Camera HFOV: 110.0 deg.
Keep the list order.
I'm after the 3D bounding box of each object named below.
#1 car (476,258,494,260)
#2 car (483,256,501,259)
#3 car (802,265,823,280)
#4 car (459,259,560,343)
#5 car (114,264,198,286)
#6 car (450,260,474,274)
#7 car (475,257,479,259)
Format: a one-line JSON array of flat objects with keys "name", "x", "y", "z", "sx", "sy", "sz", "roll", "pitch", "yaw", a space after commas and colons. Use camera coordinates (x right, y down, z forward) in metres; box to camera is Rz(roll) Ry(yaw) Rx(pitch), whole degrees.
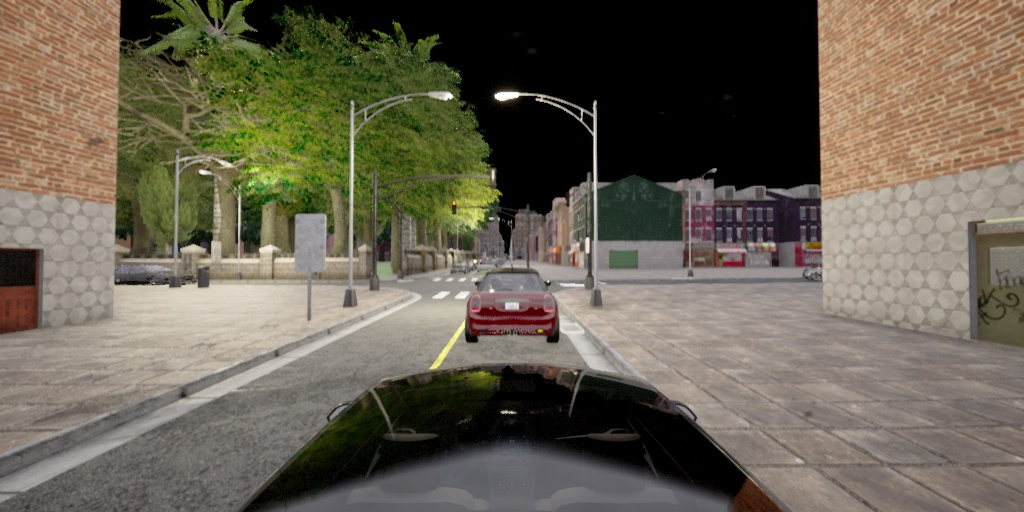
[{"name": "car", "x": -3.007, "y": 1.240, "z": 41.326, "sx": 1.895, "sy": 1.301, "sz": 4.718, "roll": 0, "pitch": 0, "yaw": 0}, {"name": "car", "x": -3.125, "y": 1.122, "z": 56.706, "sx": 1.837, "sy": 1.490, "sz": 4.892, "roll": 0, "pitch": 0, "yaw": 0}, {"name": "car", "x": 23.186, "y": 1.007, "z": 25.272, "sx": 4.674, "sy": 1.442, "sz": 1.812, "roll": -1, "pitch": -1, "yaw": 0}, {"name": "car", "x": 0.023, "y": 1.075, "z": 9.732, "sx": 2.097, "sy": 1.767, "sz": 4.553, "roll": 0, "pitch": 0, "yaw": 1}, {"name": "car", "x": -22.576, "y": 1.208, "z": 22.038, "sx": 5.357, "sy": 1.411, "sz": 2.033, "roll": 0, "pitch": -1, "yaw": 0}, {"name": "car", "x": -5.553, "y": 1.196, "z": 38.511, "sx": 2.007, "sy": 1.370, "sz": 4.403, "roll": 0, "pitch": 0, "yaw": 0}, {"name": "car", "x": -5.588, "y": 1.181, "z": 45.646, "sx": 2.007, "sy": 1.370, "sz": 4.403, "roll": 0, "pitch": 0, "yaw": 0}]
